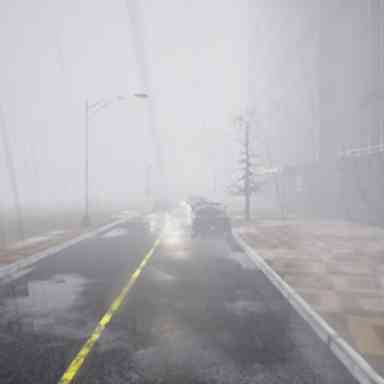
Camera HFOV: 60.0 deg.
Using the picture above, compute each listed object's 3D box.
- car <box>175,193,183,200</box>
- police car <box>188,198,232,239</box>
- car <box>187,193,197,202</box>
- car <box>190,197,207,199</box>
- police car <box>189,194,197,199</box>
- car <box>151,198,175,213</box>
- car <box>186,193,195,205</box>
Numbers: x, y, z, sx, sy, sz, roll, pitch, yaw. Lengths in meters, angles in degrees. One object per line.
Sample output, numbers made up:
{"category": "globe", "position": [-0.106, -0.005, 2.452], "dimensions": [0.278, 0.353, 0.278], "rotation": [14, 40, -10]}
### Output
{"category": "car", "position": [-2.997, 1.002, 76.052], "dimensions": [1.812, 1.442, 4.674], "rotation": [0, 0, 0]}
{"category": "police car", "position": [0.901, 1.352, 17.074], "dimensions": [1.930, 1.638, 5.238], "rotation": [0, 0, 0]}
{"category": "car", "position": [0.005, 1.024, 67.991], "dimensions": [2.097, 1.767, 4.553], "rotation": [0, 0, 0]}
{"category": "car", "position": [0.901, 1.390, 26.965], "dimensions": [1.837, 1.490, 4.892], "rotation": [0, 0, 0]}
{"category": "police car", "position": [0.902, 1.284, 33.074], "dimensions": [1.930, 1.638, 5.238], "rotation": [0, 0, 0]}
{"category": "car", "position": [-3.092, 1.453, 34.578], "dimensions": [1.895, 1.301, 4.718], "rotation": [0, 0, 0]}
{"category": "car", "position": [0.007, 1.299, 52.851], "dimensions": [1.812, 1.442, 4.674], "rotation": [0, 0, 0]}
